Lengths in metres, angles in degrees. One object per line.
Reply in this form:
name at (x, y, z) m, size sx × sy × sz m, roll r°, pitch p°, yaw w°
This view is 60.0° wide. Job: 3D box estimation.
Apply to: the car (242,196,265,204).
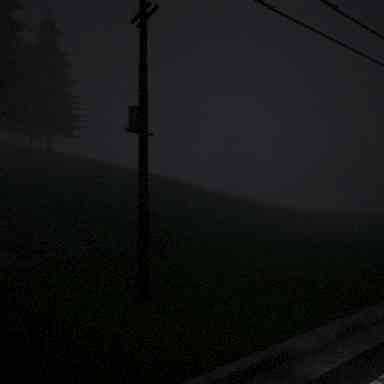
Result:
car at (11.500, 1.474, 62.613) m, size 2.128 × 1.511 × 4.902 m, roll 0°, pitch 0°, yaw -35°
